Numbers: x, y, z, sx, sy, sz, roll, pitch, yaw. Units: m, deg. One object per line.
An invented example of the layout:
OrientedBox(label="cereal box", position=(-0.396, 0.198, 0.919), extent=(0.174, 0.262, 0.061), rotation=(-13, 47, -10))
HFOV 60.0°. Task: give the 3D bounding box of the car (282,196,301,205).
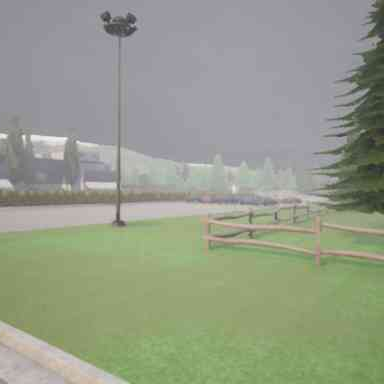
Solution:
OrientedBox(label="car", position=(16.599, 1.359, 55.519), extent=(2.033, 1.411, 5.357), rotation=(1, 0, 36))

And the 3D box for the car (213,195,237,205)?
OrientedBox(label="car", position=(5.791, 1.245, 52.571), extent=(1.837, 1.490, 4.892), rotation=(1, 0, 37))

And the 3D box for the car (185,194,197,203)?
OrientedBox(label="car", position=(0.718, 1.175, 57.473), extent=(1.837, 1.490, 4.892), rotation=(1, 0, 37))

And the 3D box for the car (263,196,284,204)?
OrientedBox(label="car", position=(14.295, 1.377, 58.292), extent=(1.895, 1.301, 4.718), rotation=(1, 0, 36))

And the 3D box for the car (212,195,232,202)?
OrientedBox(label="car", position=(5.830, 1.235, 64.503), extent=(1.994, 1.385, 4.181), rotation=(1, 0, 36))

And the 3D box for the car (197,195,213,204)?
OrientedBox(label="car", position=(3.210, 1.270, 54.959), extent=(1.994, 1.385, 4.181), rotation=(1, 0, 37))

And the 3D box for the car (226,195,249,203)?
OrientedBox(label="car", position=(8.646, 1.254, 62.424), extent=(2.033, 1.411, 5.357), rotation=(1, 0, 36))

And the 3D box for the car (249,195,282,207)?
OrientedBox(label="car", position=(10.460, 1.302, 47.125), extent=(2.128, 1.511, 4.902), rotation=(1, 0, 37))

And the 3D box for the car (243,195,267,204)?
OrientedBox(label="car", position=(11.462, 1.289, 60.346), extent=(2.033, 1.411, 5.357), rotation=(1, 0, 36))

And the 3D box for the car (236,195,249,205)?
OrientedBox(label="car", position=(9.122, 1.340, 51.181), extent=(1.994, 1.385, 4.181), rotation=(1, 0, 37))
